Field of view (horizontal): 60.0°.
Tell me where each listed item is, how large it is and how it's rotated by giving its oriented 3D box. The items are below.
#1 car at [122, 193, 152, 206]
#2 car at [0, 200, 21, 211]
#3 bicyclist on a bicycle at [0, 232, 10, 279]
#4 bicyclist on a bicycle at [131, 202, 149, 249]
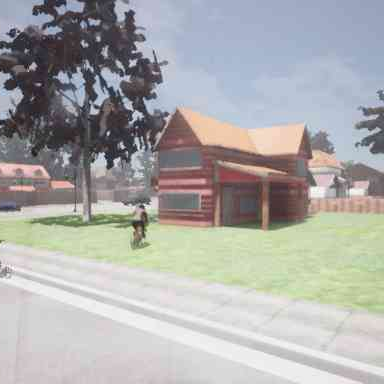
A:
[{"bbox_3d":[-9.125,1.205,55.313,2.150,2.045,5.566,0,0,35],"label":"car"},{"bbox_3d":[-21.669,1.552,37.511,1.994,1.385,4.181,0,0,35],"label":"car"},{"bbox_3d":[-5.396,1.450,8.820,1.656,1.620,0.582,0,0,25],"label":"bicyclist on a bicycle"},{"bbox_3d":[-1.999,1.308,12.765,0.582,1.620,1.656,0,-1,13],"label":"bicyclist on a bicycle"}]
